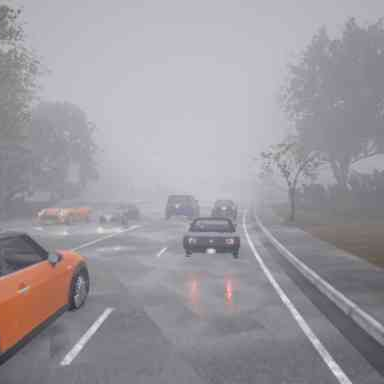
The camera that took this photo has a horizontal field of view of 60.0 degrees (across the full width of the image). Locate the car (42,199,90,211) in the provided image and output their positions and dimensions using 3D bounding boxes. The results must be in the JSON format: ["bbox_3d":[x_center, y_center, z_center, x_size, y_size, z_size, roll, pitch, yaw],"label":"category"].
[{"bbox_3d":[-8.757,1.343,23.328,2.097,1.767,4.553,0,0,8],"label":"car"}]

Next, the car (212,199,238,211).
[{"bbox_3d":[2.901,1.382,29.077,2.097,1.767,4.553,0,0,9],"label":"car"}]

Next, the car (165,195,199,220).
[{"bbox_3d":[-0.743,1.239,28.561,2.150,2.045,5.566,0,0,9],"label":"car"}]

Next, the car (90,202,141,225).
[{"bbox_3d":[-5.128,1.495,24.137,2.128,1.511,4.902,0,0,8],"label":"car"}]

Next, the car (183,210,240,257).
[{"bbox_3d":[0.820,1.616,12.962,1.895,1.301,4.718,0,0,5],"label":"car"}]

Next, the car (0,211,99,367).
[{"bbox_3d":[-3.187,1.347,4.952,2.097,1.767,4.553,0,0,2],"label":"car"}]
